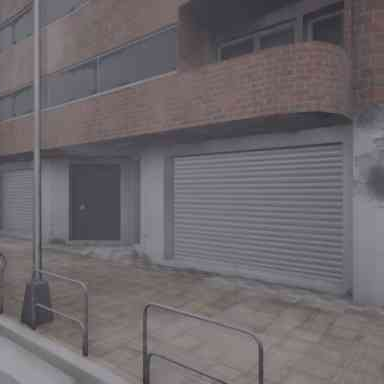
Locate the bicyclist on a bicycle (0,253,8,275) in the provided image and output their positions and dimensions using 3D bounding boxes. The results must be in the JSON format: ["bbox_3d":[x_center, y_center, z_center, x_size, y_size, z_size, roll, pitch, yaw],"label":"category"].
[{"bbox_3d":[-5.215,1.338,7.933,0.582,1.620,1.656,0,-4,37],"label":"bicyclist on a bicycle"}]
